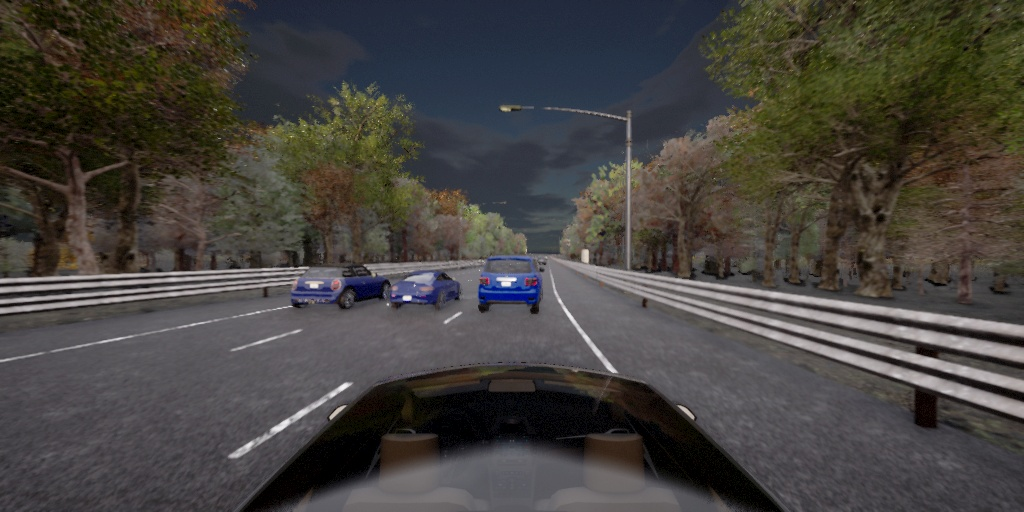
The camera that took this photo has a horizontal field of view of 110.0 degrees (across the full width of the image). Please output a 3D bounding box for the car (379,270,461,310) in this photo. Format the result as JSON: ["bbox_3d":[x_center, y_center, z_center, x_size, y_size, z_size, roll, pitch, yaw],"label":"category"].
[{"bbox_3d":[-3.406,1.303,14.736,1.812,1.442,4.674,0,0,6],"label":"car"}]

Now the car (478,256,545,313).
[{"bbox_3d":[0.083,1.020,14.431,2.150,2.045,5.566,0,0,6],"label":"car"}]

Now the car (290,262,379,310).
[{"bbox_3d":[-6.896,1.107,14.994,2.097,1.767,4.553,0,0,6],"label":"car"}]
